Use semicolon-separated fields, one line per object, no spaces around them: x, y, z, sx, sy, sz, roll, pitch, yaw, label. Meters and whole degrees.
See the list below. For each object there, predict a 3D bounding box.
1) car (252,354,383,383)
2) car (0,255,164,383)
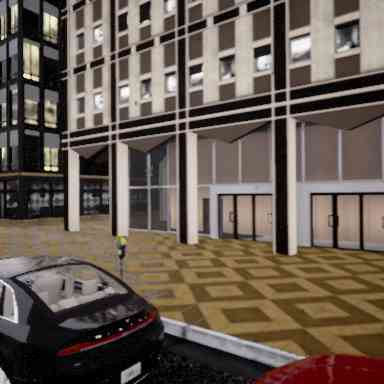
2.237;1.540;1.285;4.507;1.381;1.887;0;-1;35;car
-2.383;1.571;4.579;4.403;1.369;2.008;0;-1;35;car
